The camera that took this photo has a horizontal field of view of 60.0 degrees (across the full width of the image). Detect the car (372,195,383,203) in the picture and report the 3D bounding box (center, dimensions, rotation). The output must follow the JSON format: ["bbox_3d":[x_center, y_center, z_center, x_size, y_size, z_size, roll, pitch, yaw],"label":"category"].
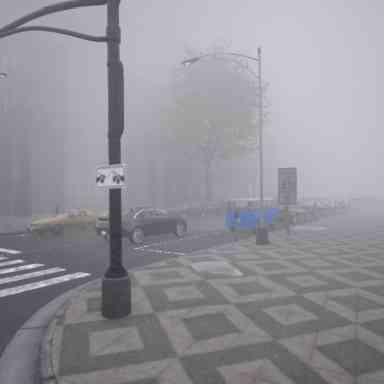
[{"bbox_3d":[35.055,1.304,62.294,1.947,1.339,4.313,-1,-1,36],"label":"car"}]

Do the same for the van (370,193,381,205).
[{"bbox_3d":[28.724,1.103,53.511,1.690,1.788,3.998,-1,-1,36],"label":"van"}]

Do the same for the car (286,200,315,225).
[{"bbox_3d":[6.582,1.422,22.761,1.947,1.339,4.313,-1,0,36],"label":"car"}]

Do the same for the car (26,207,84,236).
[{"bbox_3d":[-6.757,1.564,18.835,1.752,1.417,4.829,-1,0,36],"label":"car"}]

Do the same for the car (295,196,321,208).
[{"bbox_3d":[15.996,1.387,45.696,2.128,1.511,4.902,-1,-1,36],"label":"car"}]

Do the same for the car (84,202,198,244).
[{"bbox_3d":[-2.142,1.429,15.379,2.128,1.511,4.902,-1,-1,36],"label":"car"}]

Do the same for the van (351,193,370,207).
[{"bbox_3d":[22.397,1.127,44.725,1.690,1.788,3.998,-1,0,36],"label":"van"}]

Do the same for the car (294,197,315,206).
[{"bbox_3d":[18.076,1.492,53.305,1.947,1.339,4.313,-1,0,36],"label":"car"}]

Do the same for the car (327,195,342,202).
[{"bbox_3d":[30.028,1.433,69.900,2.008,1.369,4.403,-1,-1,36],"label":"car"}]

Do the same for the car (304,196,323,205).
[{"bbox_3d":[21.068,1.440,57.460,1.752,1.417,4.829,-1,-1,36],"label":"car"}]

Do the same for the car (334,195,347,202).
[{"bbox_3d":[33.210,1.416,74.317,1.887,1.381,4.507,-1,-1,36],"label":"car"}]

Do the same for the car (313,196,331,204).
[{"bbox_3d":[24.259,1.453,61.889,2.008,1.369,4.403,-1,-1,36],"label":"car"}]

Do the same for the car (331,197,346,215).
[{"bbox_3d":[12.909,1.408,31.546,1.802,1.307,4.206,-1,0,36],"label":"car"}]

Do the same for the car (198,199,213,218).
[{"bbox_3d":[-0.470,1.552,27.555,1.887,1.381,4.507,-1,0,36],"label":"car"}]

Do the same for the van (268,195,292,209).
[{"bbox_3d":[11.891,1.292,44.723,1.690,1.788,3.998,-1,0,36],"label":"van"}]

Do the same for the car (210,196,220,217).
[{"bbox_3d":[2.618,1.307,31.848,2.192,1.841,5.009,-1,0,36],"label":"car"}]

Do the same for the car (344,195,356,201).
[{"bbox_3d":[39.574,1.401,83.153,2.008,1.369,4.403,-1,-1,36],"label":"car"}]

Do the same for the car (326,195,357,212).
[{"bbox_3d":[16.073,1.363,35.938,2.008,1.369,4.403,-1,0,36],"label":"car"}]

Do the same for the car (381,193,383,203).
[{"bbox_3d":[31.990,1.275,58.039,1.752,1.417,4.829,-1,-1,36],"label":"car"}]

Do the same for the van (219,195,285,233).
[{"bbox_3d":[3.416,1.213,18.370,1.690,1.788,3.998,-1,0,36],"label":"van"}]

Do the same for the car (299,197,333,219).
[{"bbox_3d":[9.745,1.385,27.153,1.887,1.381,4.507,-1,0,36],"label":"car"}]

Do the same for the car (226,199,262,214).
[{"bbox_3d":[5.713,1.529,36.139,2.008,1.369,4.403,-1,0,36],"label":"car"}]

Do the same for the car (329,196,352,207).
[{"bbox_3d":[21.839,1.376,48.674,2.033,1.411,5.357,-1,-1,36],"label":"car"}]
